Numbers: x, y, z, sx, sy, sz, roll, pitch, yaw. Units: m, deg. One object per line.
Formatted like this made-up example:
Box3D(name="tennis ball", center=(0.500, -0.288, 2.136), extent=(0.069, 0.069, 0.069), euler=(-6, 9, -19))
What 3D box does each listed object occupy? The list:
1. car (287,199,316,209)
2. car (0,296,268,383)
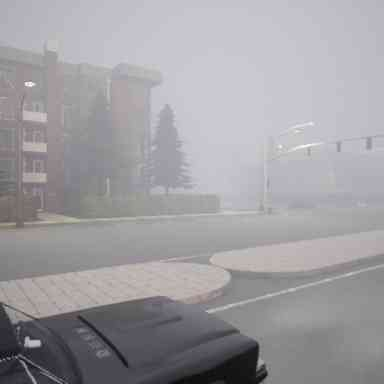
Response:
Box3D(name="car", center=(15.201, 1.696, 46.425), extent=(1.994, 1.385, 4.181), euler=(-1, 0, -20))
Box3D(name="car", center=(-1.608, 1.601, 2.598), extent=(4.718, 1.301, 1.895), euler=(0, 0, -36))
